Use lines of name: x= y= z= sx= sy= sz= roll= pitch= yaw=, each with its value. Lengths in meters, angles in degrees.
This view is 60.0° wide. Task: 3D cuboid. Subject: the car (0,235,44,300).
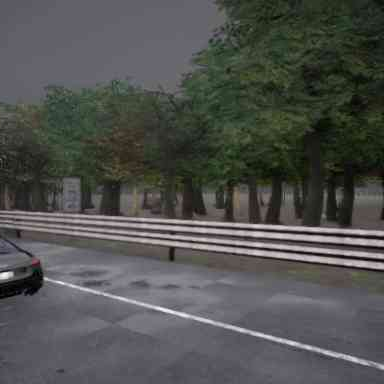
car: x=-5.278 y=1.617 z=7.646 sx=4.181 sy=1.385 sz=1.994 roll=0 pitch=0 yaw=36
